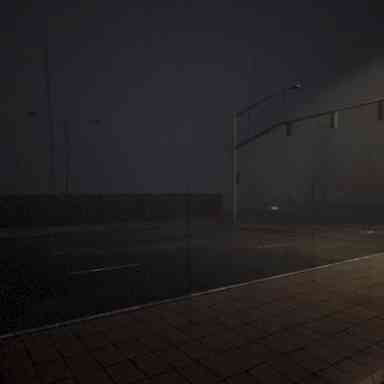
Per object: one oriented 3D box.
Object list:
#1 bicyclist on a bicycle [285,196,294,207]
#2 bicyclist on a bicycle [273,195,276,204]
[{"bbox_3d":[14.380,1.449,49.112,1.656,1.620,0.582,0,0,-22],"label":"bicyclist on a bicycle"},{"bbox_3d":[13.416,1.296,54.027,0.582,1.620,1.656,0,0,22],"label":"bicyclist on a bicycle"}]
